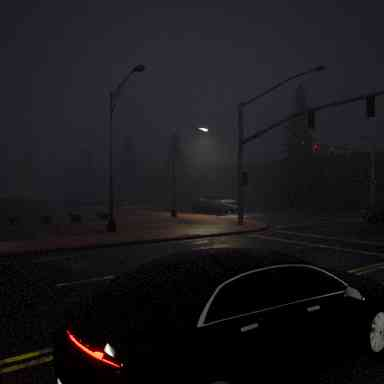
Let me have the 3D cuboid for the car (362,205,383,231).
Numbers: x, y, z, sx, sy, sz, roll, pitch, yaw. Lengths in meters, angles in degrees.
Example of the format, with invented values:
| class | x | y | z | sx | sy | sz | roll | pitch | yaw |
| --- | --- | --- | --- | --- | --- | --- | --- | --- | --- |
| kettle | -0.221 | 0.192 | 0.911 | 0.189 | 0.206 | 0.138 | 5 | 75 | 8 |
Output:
| class | x | y | z | sx | sy | sz | roll | pitch | yaw |
| --- | --- | --- | --- | --- | --- | --- | --- | --- | --- |
| car | 12.406 | 1.526 | 18.686 | 1.812 | 1.442 | 4.674 | 0 | 0 | -34 |

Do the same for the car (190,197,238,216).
| class | x | y | z | sx | sy | sz | roll | pitch | yaw |
| --- | --- | --- | --- | --- | --- | --- | --- | --- | --- |
| car | 1.949 | 1.547 | 33.409 | 2.033 | 1.411 | 5.357 | 0 | 0 | -36 |

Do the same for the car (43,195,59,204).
| class | x | y | z | sx | sy | sz | roll | pitch | yaw |
| --- | --- | --- | --- | --- | --- | --- | --- | --- | --- |
| car | -26.243 | 1.352 | 63.797 | 4.553 | 1.767 | 2.097 | 0 | 0 | 9 |

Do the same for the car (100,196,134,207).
| class | x | y | z | sx | sy | sz | roll | pitch | yaw |
| --- | --- | --- | --- | --- | --- | --- | --- | --- | --- |
| car | -11.164 | 1.477 | 51.107 | 5.008 | 1.535 | 1.882 | 0 | 0 | 30 |

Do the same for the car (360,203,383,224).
| class | x | y | z | sx | sy | sz | roll | pitch | yaw |
| --- | --- | --- | --- | --- | --- | --- | --- | --- | --- |
| car | 14.688 | 1.564 | 24.205 | 4.181 | 1.385 | 1.994 | 0 | 0 | 34 |

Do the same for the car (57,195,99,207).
| class | x | y | z | sx | sy | sz | roll | pitch | yaw |
| --- | --- | --- | --- | --- | --- | --- | --- | --- | --- |
| car | -17.379 | 1.547 | 50.474 | 5.357 | 1.411 | 2.033 | 0 | 0 | 24 |

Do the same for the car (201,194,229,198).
| class | x | y | z | sx | sy | sz | roll | pitch | yaw |
| --- | --- | --- | --- | --- | --- | --- | --- | --- | --- |
| car | 3.010 | 1.219 | 37.778 | 2.150 | 2.045 | 5.566 | 0 | 0 | -37 |

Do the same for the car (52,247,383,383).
| class | x | y | z | sx | sy | sz | roll | pitch | yaw |
| --- | --- | --- | --- | --- | --- | --- | --- | --- | --- |
| car | 0.813 | 1.505 | 4.378 | 4.892 | 1.490 | 1.837 | 0 | 0 | -35 |
